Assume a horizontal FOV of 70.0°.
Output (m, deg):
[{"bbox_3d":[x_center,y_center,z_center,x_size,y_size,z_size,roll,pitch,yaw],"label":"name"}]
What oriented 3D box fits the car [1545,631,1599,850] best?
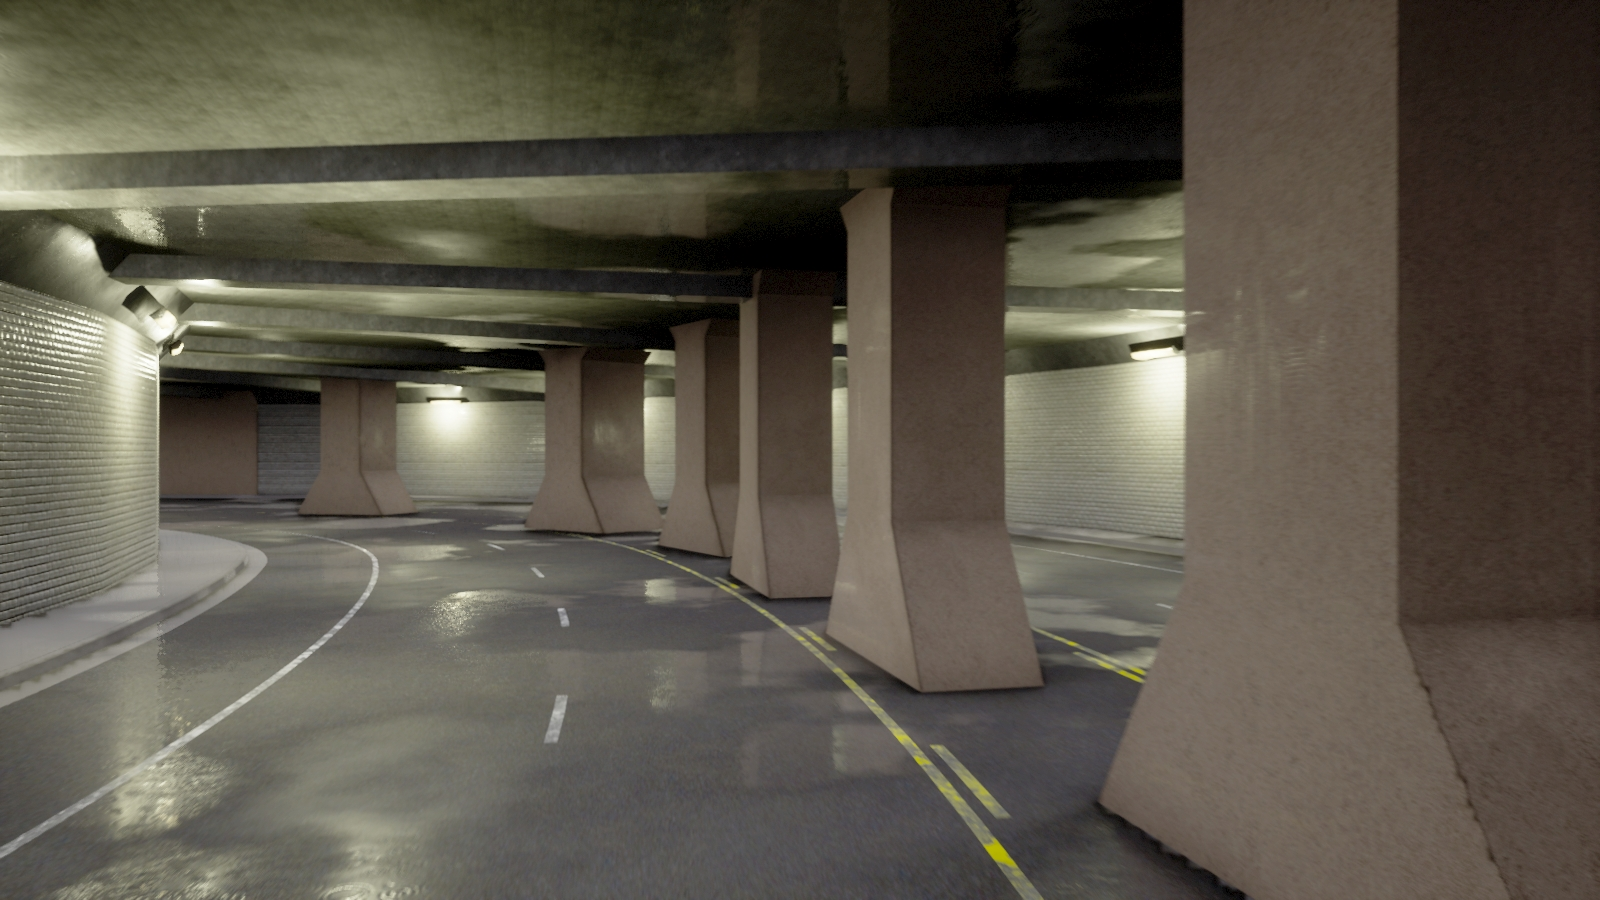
[{"bbox_3d":[6.717,2.078,6.257,2.002,1.442,4.674,0,0,-4],"label":"car"}]
